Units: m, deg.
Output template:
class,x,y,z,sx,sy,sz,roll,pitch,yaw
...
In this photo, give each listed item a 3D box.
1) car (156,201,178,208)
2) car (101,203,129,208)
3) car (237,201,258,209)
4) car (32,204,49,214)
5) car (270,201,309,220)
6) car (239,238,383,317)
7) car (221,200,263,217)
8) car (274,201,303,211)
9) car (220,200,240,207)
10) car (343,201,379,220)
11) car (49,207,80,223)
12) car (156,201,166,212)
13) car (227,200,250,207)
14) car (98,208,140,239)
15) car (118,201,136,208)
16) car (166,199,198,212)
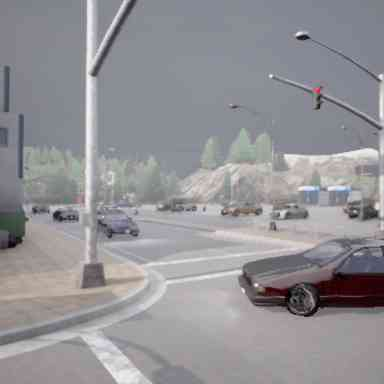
class,x,y,z,sx,sy,sz,roll,pitch,yaw
car,-5.064,2.515,67.561,3.806,1.475,1.970,1,-1,-33
car,-8.220,2.149,32.669,2.128,1.511,4.902,1,-1,-30
car,10.644,2.422,63.327,3.633,1.501,1.845,1,-1,-33
car,-21.269,2.403,46.799,1.994,1.385,4.181,1,-1,-32
car,9.392,1.893,32.063,3.806,1.475,1.970,1,-1,-33
car,3.820,1.786,7.479,5.357,1.411,2.033,0,0,-1
car,5.680,1.880,37.309,5.027,1.636,2.152,1,-1,-33
car,15.963,2.292,54.869,4.514,1.523,2.007,1,-1,-33
car,9.049,2.674,80.059,4.514,1.523,2.007,1,-1,-33
car,17.306,1.983,32.747,4.514,1.523,2.007,1,-1,-33
car,-12.103,2.166,32.179,1.994,1.385,4.181,1,-1,-33
car,-3.082,1.990,50.342,4.605,1.855,1.932,1,-1,-33
car,10.774,2.631,77.439,5.027,1.636,2.152,1,-1,-33
car,-4.890,1.985,20.840,1.812,1.442,4.674,1,-1,-32
car,-12.926,2.469,66.100,3.633,1.501,1.845,1,-1,-33
car,-1.177,1.942,48.111,3.866,1.878,1.905,1,-1,-33
